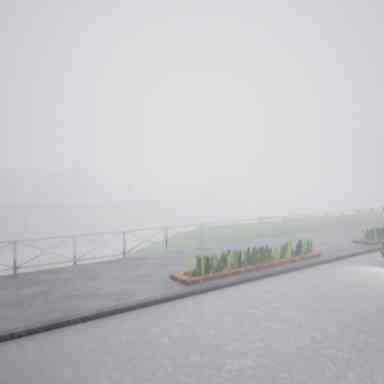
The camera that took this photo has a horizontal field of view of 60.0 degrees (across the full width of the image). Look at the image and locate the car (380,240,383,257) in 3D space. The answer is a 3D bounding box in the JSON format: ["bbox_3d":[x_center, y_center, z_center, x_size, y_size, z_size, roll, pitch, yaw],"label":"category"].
[{"bbox_3d":[7.928,1.326,10.192,5.357,1.411,2.033,-1,1,-35],"label":"car"}]
